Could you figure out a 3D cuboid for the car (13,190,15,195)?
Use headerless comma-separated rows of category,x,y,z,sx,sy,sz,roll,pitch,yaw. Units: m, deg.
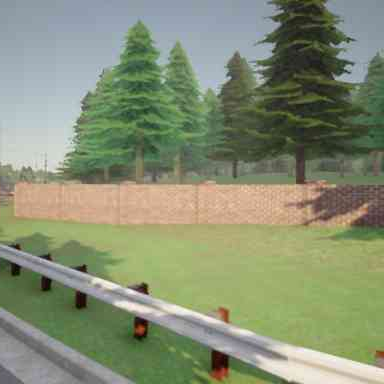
car,-42.967,0.482,84.006,2.097,1.767,4.553,1,0,-17

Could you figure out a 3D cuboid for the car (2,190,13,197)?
car,-46.325,0.622,83.011,1.812,1.442,4.674,1,0,-17
